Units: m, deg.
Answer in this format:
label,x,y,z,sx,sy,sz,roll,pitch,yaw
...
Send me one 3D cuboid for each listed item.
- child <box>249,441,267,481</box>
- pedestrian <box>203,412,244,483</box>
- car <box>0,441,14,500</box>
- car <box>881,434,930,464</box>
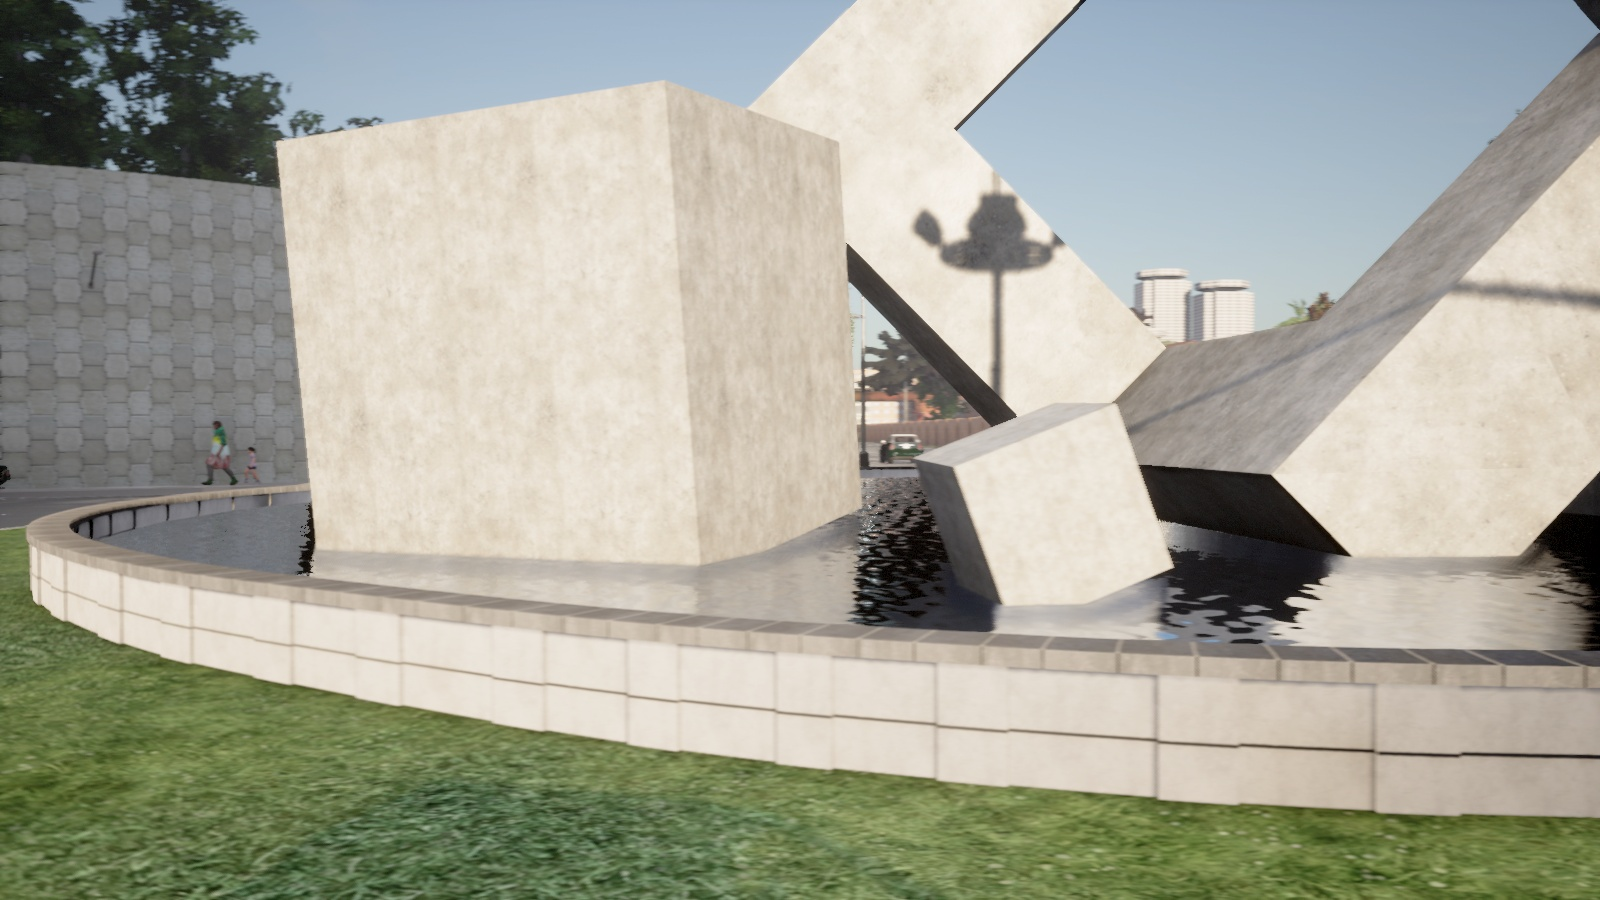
label,x,y,z,sx,sy,sz,roll,pitch,yaw
child,-15.371,0.302,35.610,0.394,1.110,0.255,0,1,-42
pedestrian,-16.052,-0.072,34.961,0.659,1.952,0.873,1,1,44
car,-20.294,0.452,27.892,4.718,1.301,1.895,0,1,-29
car,5.331,-0.067,63.849,1.970,1.475,3.806,0,1,-3
